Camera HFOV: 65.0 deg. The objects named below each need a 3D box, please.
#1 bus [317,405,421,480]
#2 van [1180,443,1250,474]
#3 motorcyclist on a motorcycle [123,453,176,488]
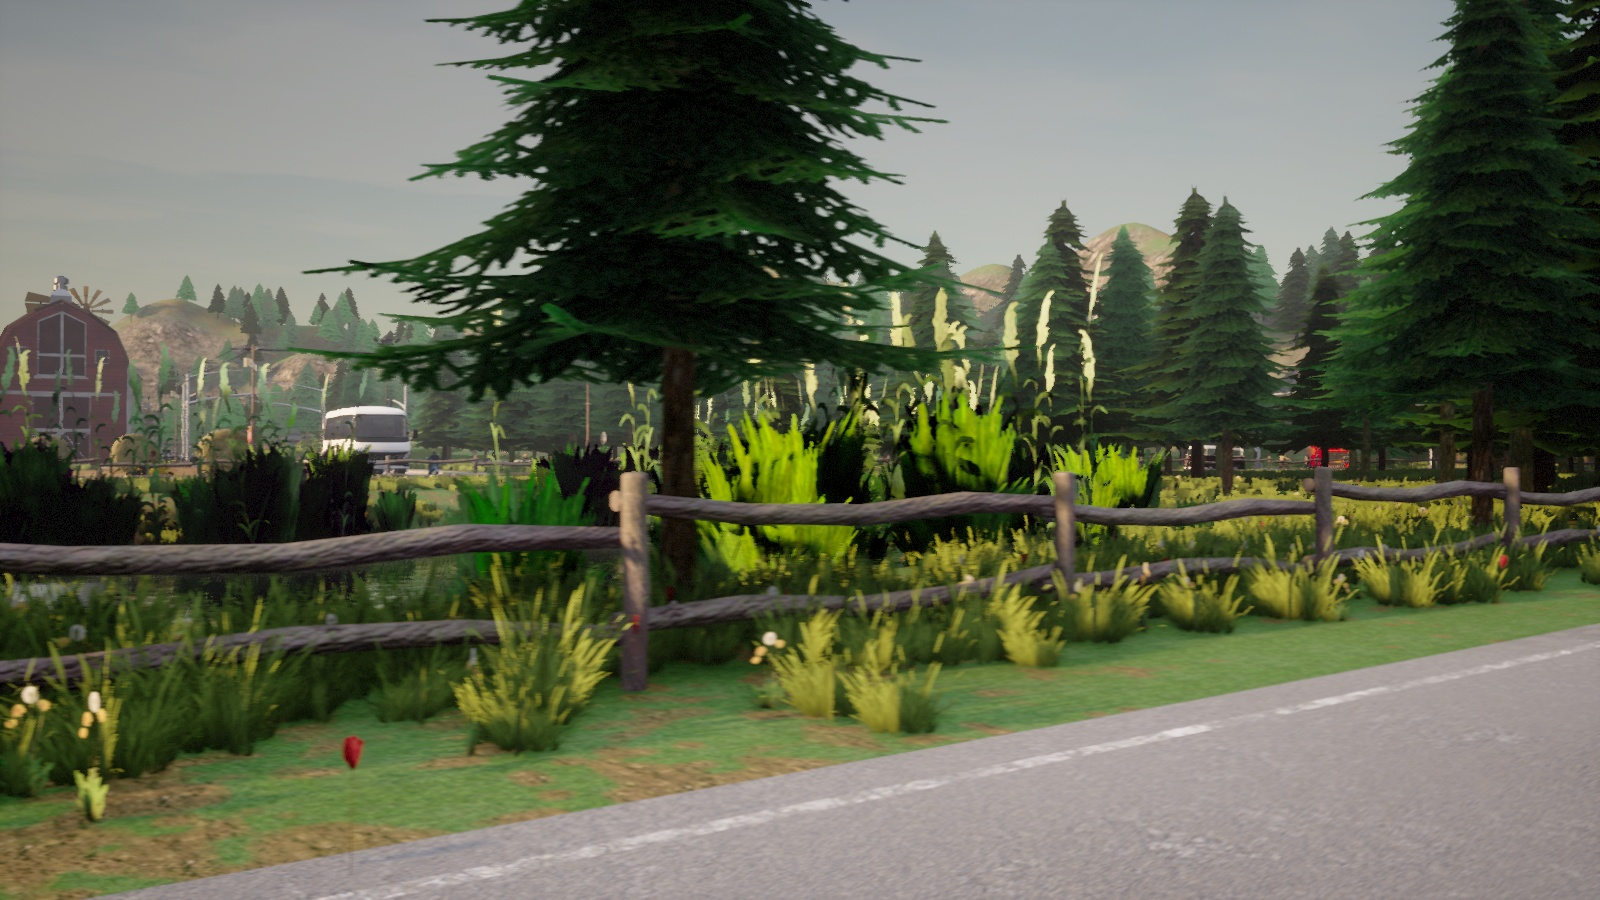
[{"bbox_3d":[-26.454,-0.374,76.618,3.944,4.253,10.273,0,0,-31],"label":"bus"},{"bbox_3d":[28.617,0.591,86.617,4.480,2.038,2.069,2,-1,-30],"label":"van"},{"bbox_3d":[-28.563,0.898,55.121,2.044,1.523,0.797,0,0,-28],"label":"motorcyclist on a motorcycle"}]
